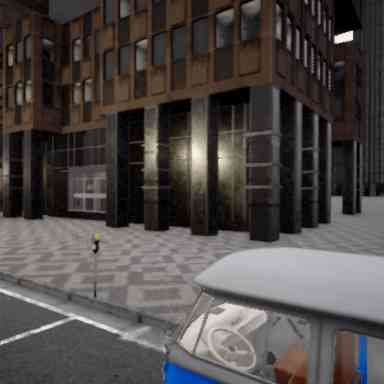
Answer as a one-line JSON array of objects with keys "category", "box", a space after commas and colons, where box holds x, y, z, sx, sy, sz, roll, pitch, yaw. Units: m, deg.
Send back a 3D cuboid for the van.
[{"category": "van", "box": [1.610, 1.342, 1.811, 3.998, 1.788, 1.690, 0, 0, 35]}]
